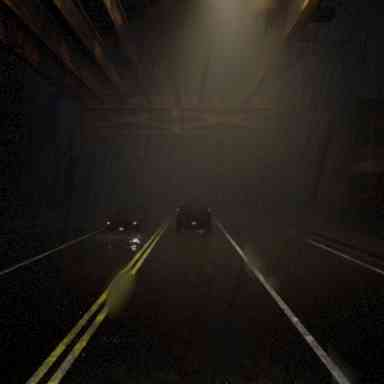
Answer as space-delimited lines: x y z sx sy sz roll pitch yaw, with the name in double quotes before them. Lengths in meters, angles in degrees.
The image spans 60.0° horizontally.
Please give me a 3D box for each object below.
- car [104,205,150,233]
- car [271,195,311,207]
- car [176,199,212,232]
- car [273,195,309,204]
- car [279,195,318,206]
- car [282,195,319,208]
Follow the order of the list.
"car" -3.590 1.467 19.535 2.033 1.411 5.357 0 0 0
"car" 13.595 1.185 45.697 4.974 1.542 2.038 0 0 25
"car" 0.102 1.399 19.392 1.882 1.535 5.008 0 1 0
"car" 13.642 1.027 45.675 4.536 1.218 1.853 0 0 25
"car" 13.316 1.057 41.556 4.536 1.218 1.853 0 0 -20
"car" 13.268 1.214 41.539 4.974 1.542 2.038 0 0 -20
